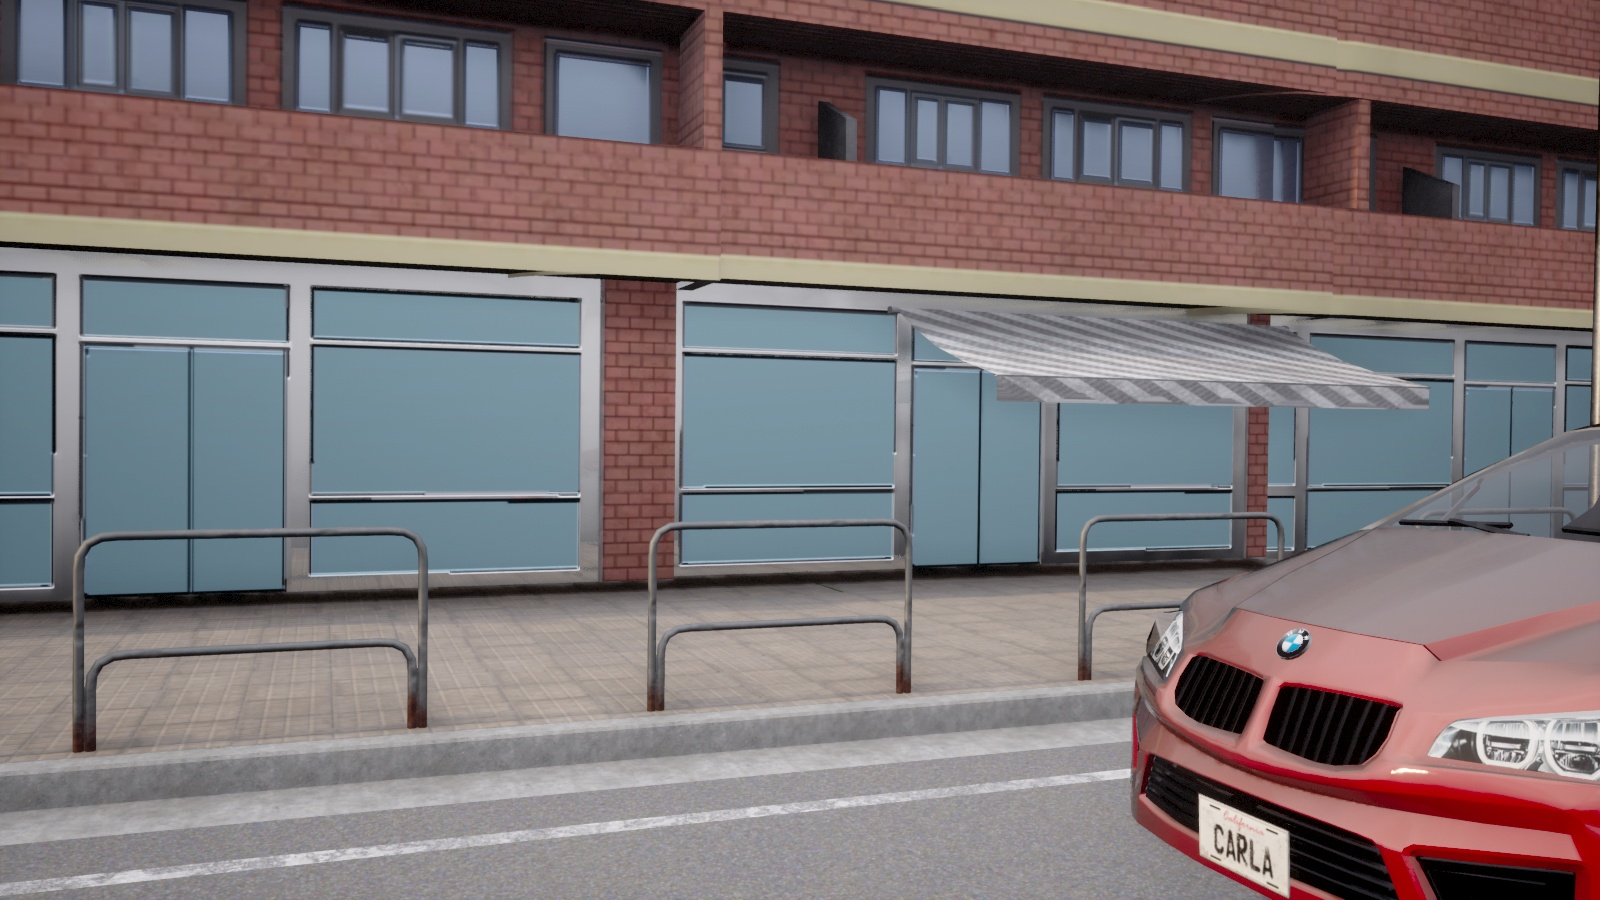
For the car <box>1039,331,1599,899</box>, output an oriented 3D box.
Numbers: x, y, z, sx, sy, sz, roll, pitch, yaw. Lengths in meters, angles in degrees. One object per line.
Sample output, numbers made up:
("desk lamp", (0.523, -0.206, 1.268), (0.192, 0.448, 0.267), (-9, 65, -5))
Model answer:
("car", (3.469, 0.531, 4.556), (4.611, 1.667, 2.242), (-1, 1, -21))
